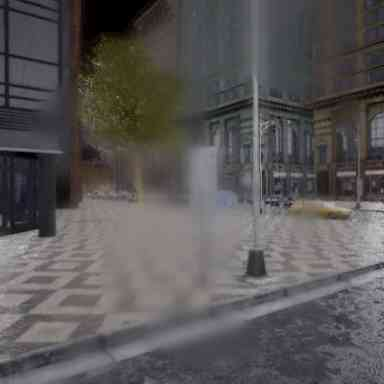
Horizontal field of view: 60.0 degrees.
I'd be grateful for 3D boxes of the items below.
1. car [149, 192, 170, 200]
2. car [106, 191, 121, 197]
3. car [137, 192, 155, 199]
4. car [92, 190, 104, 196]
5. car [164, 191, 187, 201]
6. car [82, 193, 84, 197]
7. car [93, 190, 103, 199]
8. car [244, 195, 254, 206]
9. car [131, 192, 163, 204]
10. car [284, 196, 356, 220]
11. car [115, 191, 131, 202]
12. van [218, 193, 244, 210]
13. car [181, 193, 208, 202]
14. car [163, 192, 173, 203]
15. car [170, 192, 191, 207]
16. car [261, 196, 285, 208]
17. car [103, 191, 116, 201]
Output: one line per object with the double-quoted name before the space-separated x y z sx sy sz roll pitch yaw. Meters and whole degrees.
"car" -6.086 0.689 61.884 2.008 1.369 4.403 0 1 -35
"car" -18.952 0.363 80.301 1.887 1.381 4.507 0 1 -35
"car" -9.303 0.639 66.488 1.802 1.307 4.206 0 1 -35
"car" -25.386 0.245 89.510 1.802 1.307 4.206 0 1 -35
"car" -2.867 0.661 57.278 1.967 1.590 4.097 0 1 -35
"car" -25.937 0.318 75.416 1.967 1.590 4.097 1 1 -35
"car" -16.288 0.668 61.602 2.008 1.369 4.403 1 1 -35
"car" 6.783 1.007 43.462 1.887 1.381 4.507 0 1 -35
"car" -6.540 0.892 47.648 1.752 1.417 4.829 1 1 -35
"car" 9.547 1.243 24.613 1.752 1.417 4.829 0 0 -35
"car" -9.854 0.831 52.392 2.008 1.369 4.403 1 1 -35
"van" 3.016 0.934 33.967 1.690 1.788 3.998 0 0 -35
"car" 0.348 0.855 52.675 2.008 1.369 4.403 1 1 -35
"car" -5.126 0.852 50.343 1.812 1.442 4.674 0 1 -34
"car" -0.202 1.073 38.574 2.008 1.369 4.403 0 0 -35
"car" 9.999 1.099 38.857 1.947 1.339 4.313 0 1 -35
"car" -13.071 0.749 56.997 2.008 1.369 4.403 1 1 -35
